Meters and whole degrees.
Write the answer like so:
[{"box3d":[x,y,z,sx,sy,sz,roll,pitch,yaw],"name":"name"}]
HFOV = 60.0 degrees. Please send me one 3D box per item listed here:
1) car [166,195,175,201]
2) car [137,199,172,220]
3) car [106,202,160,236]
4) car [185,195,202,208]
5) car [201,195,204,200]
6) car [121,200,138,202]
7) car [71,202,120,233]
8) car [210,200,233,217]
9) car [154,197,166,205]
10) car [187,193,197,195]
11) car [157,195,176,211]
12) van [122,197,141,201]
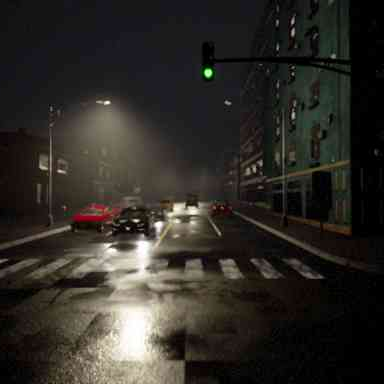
[{"box3d":[-5.713,1.500,88.100,1.967,1.590,4.097,1,0,0],"name":"car"},{"box3d":[-3.099,1.565,28.351,2.033,1.411,5.357,0,0,0],"name":"car"},{"box3d":[-3.102,1.516,18.474,1.837,1.490,4.892,0,0,0],"name":"car"},{"box3d":[-0.020,1.577,47.538,2.033,1.411,5.357,0,0,0],"name":"car"},{"box3d":[2.662,1.591,94.022,1.752,1.417,4.829,1,0,0],"name":"car"},{"box3d":[-5.688,1.560,25.547,1.887,1.381,4.507,1,0,0],"name":"car"},{"box3d":[-5.761,1.557,19.865,1.887,1.381,4.507,1,0,0],"name":"car"},{"box3d":[2.692,1.460,31.299,1.967,1.590,4.097,1,0,0],"name":"car"},{"box3d":[-5.703,1.620,59.668,1.802,1.307,4.206,1,0,0],"name":"car"},{"box3d":[-0.025,1.259,57.994,2.150,2.045,5.566,0,0,0],"name":"car"},{"box3d":[-3.107,1.501,38.522,1.882,1.535,5.008,0,0,0],"name":"car"},{"box3d":[-5.686,1.360,31.234,1.690,1.788,3.998,1,0,0],"name":"van"}]
